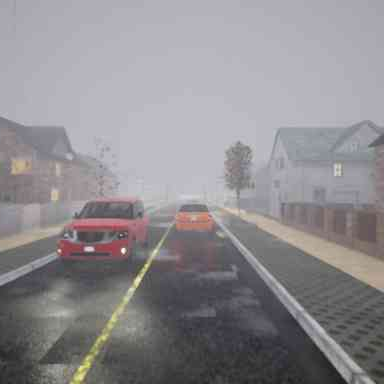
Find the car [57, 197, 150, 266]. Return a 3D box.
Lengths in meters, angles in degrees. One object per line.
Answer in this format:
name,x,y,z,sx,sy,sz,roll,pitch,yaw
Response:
car,-2.839,1.226,11.982,2.150,2.045,5.566,0,0,0

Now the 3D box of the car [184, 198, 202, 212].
car,0.097,1.541,40.667,2.128,1.511,4.902,0,0,0

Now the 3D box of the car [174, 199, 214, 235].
car,0.099,1.365,18.962,2.097,1.767,4.553,0,0,0
